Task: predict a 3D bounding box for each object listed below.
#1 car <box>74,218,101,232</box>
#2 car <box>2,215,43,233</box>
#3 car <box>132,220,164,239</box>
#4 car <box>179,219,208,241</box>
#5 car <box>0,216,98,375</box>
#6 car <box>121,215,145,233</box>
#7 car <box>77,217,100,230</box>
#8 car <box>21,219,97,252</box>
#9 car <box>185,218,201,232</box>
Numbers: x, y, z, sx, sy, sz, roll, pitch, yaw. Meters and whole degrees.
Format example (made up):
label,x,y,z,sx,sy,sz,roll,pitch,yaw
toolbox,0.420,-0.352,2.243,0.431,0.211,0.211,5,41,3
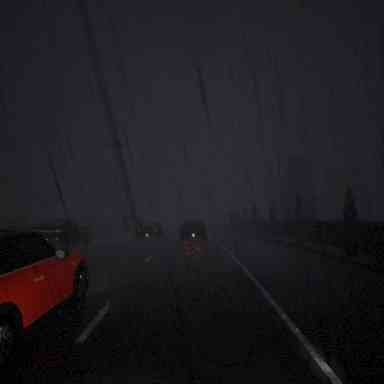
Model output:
label,x,y,z,sx,sy,sz,roll,pitch,yaw
car,-14.034,4.389,44.809,2.097,1.767,4.553,0,-5,0
car,-21.032,3.981,41.522,2.150,2.045,5.566,0,-5,1
car,-3.405,3.161,27.540,1.895,1.301,4.718,0,-5,0
car,0.096,2.829,24.776,1.837,1.490,4.892,0,-4,0
car,-3.401,1.444,5.787,2.097,1.767,4.553,0,-2,0
car,-6.906,3.805,39.497,2.150,2.045,5.566,0,-5,0
car,-17.506,5.288,56.372,2.150,2.045,5.566,0,-5,0
car,-6.903,2.237,17.968,2.128,1.511,4.902,0,-4,0
car,0.092,4.450,45.515,2.097,1.767,4.553,0,-5,0
